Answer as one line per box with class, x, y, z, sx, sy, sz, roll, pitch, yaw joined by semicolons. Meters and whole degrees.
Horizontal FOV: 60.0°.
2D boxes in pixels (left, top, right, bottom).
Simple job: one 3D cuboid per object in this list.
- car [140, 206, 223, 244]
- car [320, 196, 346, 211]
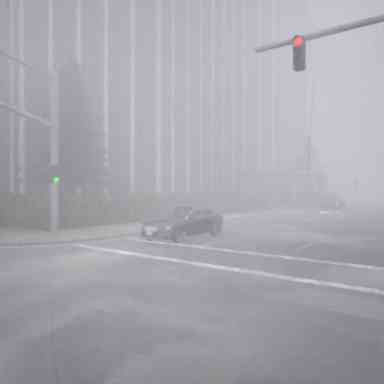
car;-0.336;1.426;15.614;2.128;1.511;4.902;0;0;36
car;16.892;1.267;39.661;2.097;1.767;4.553;0;0;36
